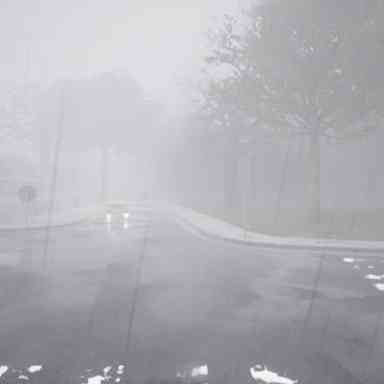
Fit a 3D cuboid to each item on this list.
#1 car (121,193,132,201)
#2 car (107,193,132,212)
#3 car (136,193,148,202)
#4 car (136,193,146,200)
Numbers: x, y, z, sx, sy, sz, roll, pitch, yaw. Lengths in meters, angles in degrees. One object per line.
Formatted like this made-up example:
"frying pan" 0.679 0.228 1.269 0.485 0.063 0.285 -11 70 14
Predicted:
"car" -12.042 0.902 61.260 1.837 1.490 4.892 0 0 -10
"car" -7.014 1.052 31.761 1.882 1.535 5.008 0 0 -10
"car" -8.546 0.862 57.211 2.128 1.511 4.902 0 0 -10
"car" -10.337 0.907 67.508 1.895 1.301 4.718 0 0 -10
